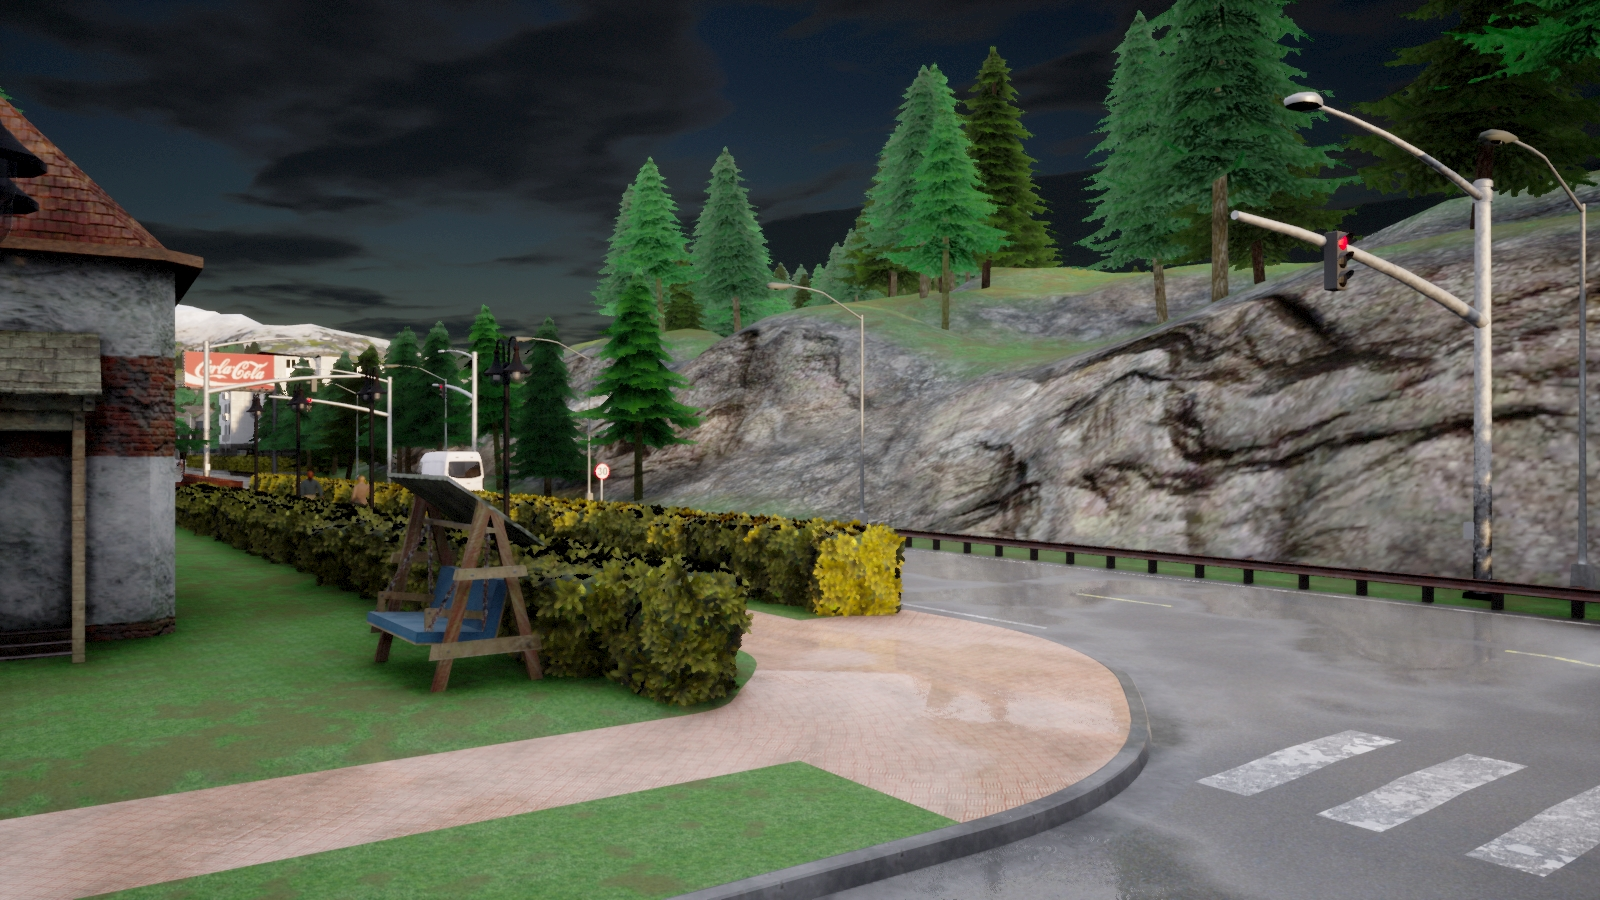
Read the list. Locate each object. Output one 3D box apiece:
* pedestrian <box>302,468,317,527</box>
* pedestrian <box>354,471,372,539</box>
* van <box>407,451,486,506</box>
[{"bbox_3d":[-15.701,1.501,36.568,0.375,1.860,0.375,0,0,-36],"label":"pedestrian"},{"bbox_3d":[-11.997,1.500,31.364,0.375,1.860,0.375,0,0,-36],"label":"pedestrian"},{"bbox_3d":[-17.319,1.337,55.780,1.988,2.561,5.915,0,0,-35],"label":"van"}]
